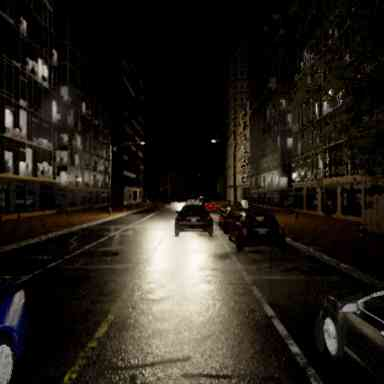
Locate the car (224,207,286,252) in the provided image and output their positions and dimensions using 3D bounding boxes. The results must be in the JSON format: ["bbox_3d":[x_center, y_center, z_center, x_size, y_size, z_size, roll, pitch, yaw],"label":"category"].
[{"bbox_3d":[2.689,1.567,14.590,1.967,1.590,4.097,0,0,0],"label":"car"}]

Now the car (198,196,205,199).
[{"bbox_3d":[0.095,1.686,39.550,2.097,1.767,4.553,0,0,0],"label":"car"}]

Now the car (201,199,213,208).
[{"bbox_3d":[2.684,2.054,60.127,1.947,1.339,4.313,0,0,0],"label":"car"}]

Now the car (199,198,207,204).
[{"bbox_3d":[2.682,2.215,82.895,1.947,1.339,4.313,0,0,0],"label":"car"}]

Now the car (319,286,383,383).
[{"bbox_3d":[2.691,1.581,3.205,2.008,1.369,4.403,0,0,0],"label":"car"}]

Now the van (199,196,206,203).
[{"bbox_3d":[2.681,2.029,88.590,1.690,1.788,3.998,0,0,0],"label":"van"}]

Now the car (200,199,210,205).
[{"bbox_3d":[2.683,2.136,71.511,1.947,1.339,4.313,0,0,0],"label":"car"}]

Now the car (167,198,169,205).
[{"bbox_3d":[-5.696,2.070,60.134,1.802,1.307,4.206,0,0,0],"label":"car"}]

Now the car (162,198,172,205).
[{"bbox_3d":[-5.699,2.176,77.211,1.947,1.339,4.313,0,0,0],"label":"car"}]

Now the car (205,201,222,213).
[{"bbox_3d":[2.686,1.905,43.051,1.887,1.381,4.507,0,0,0],"label":"car"}]

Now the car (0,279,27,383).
[{"bbox_3d":[-3.000,1.498,2.130,1.882,1.535,5.008,0,-1,0],"label":"car"}]

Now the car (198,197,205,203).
[{"bbox_3d":[2.681,2.165,94.281,1.967,1.590,4.097,0,0,0],"label":"car"}]

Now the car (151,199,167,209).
[{"bbox_3d":[-5.696,1.991,54.440,1.887,1.381,4.507,0,0,0],"label":"car"}]

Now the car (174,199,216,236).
[{"bbox_3d":[0.095,1.521,19.579,2.097,1.767,4.553,0,0,0],"label":"car"}]

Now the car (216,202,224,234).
[{"bbox_3d":[2.689,1.615,20.282,1.967,1.590,4.097,0,0,0],"label":"car"}]

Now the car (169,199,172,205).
[{"bbox_3d":[-5.698,2.115,71.518,1.887,1.381,4.507,0,0,0],"label":"car"}]
